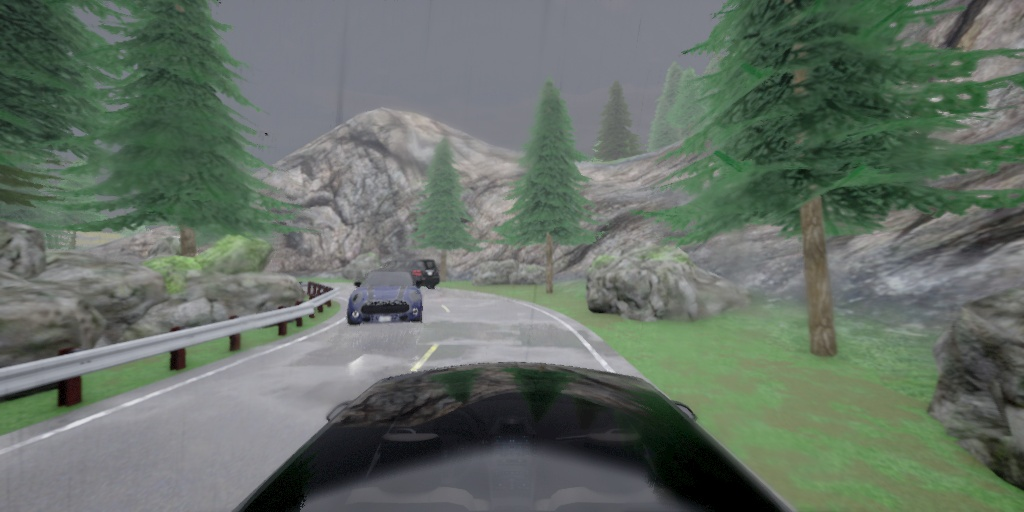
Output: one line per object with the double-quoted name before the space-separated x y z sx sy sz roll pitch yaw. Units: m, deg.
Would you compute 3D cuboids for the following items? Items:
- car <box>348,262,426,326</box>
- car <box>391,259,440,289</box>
"car" -4.171 1.212 12.308 2.097 1.767 4.553 0 -1 -15
"car" -7.220 1.208 24.307 5.566 2.045 2.150 0 -1 40
